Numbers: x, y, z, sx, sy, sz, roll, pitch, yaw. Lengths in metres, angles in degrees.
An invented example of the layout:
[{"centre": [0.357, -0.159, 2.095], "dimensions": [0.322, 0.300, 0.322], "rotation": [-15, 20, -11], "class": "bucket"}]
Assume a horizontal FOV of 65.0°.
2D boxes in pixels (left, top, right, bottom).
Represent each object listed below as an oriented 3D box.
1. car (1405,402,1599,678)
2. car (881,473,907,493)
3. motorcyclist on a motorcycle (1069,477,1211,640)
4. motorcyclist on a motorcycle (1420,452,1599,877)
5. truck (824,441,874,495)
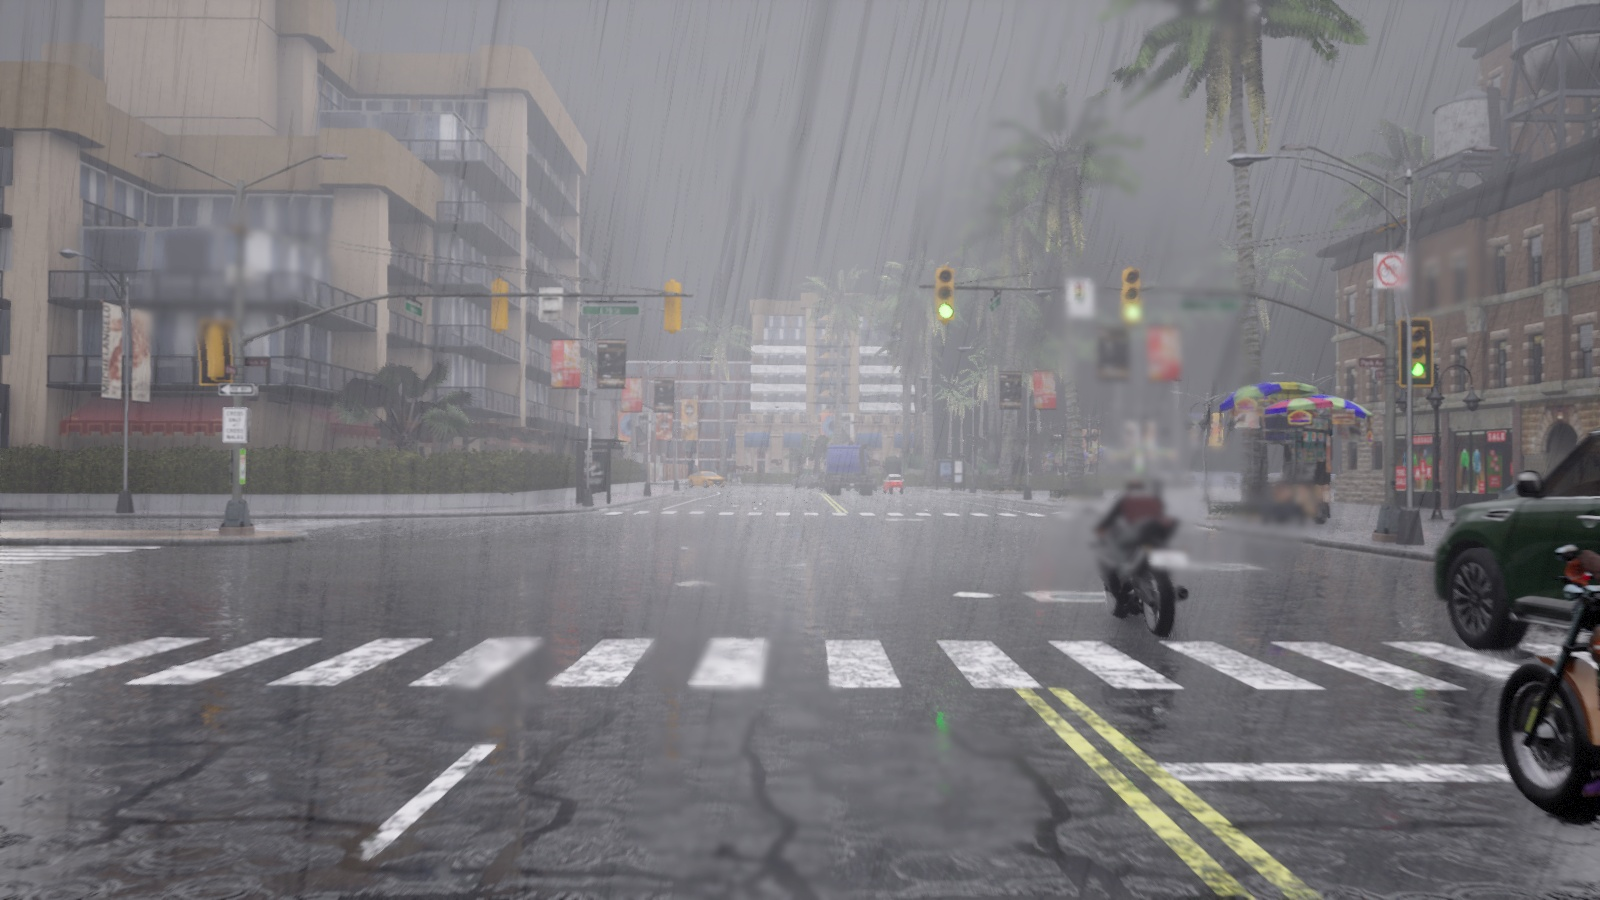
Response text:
[{"centre": [6.980, 0.664, 9.448], "dimensions": [2.150, 2.045, 5.566], "rotation": [0, -1, 0], "class": "car"}, {"centre": [6.583, 2.313, 87.831], "dimensions": [1.481, 1.376, 2.207], "rotation": [0, -1, -4], "class": "car"}, {"centre": [3.475, 1.054, 13.054], "dimensions": [0.866, 1.530, 2.191], "rotation": [0, -1, 0], "class": "motorcyclist on a motorcycle"}, {"centre": [3.490, 0.836, 5.093], "dimensions": [0.766, 1.649, 2.350], "rotation": [0, -1, 0], "class": "motorcyclist on a motorcycle"}, {"centre": [3.253, 1.240, 84.861], "dimensions": [2.891, 3.462, 7.936], "rotation": [0, -1, -1], "class": "truck"}]
